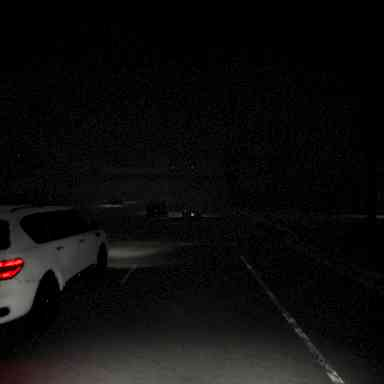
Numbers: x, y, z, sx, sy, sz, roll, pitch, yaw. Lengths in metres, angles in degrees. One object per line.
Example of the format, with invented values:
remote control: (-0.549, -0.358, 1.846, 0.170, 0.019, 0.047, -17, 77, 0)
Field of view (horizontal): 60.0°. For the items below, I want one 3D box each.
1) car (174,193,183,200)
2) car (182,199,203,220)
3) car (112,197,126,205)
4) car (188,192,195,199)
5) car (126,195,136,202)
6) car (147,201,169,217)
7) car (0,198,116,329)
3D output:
car: (-3.642, 1.186, 86.961, 2.097, 1.767, 4.553, 0, 1, 0)
car: (0.046, 1.677, 29.978, 1.812, 1.442, 4.674, 0, 0, 0)
car: (-14.125, 1.640, 61.573, 1.837, 1.490, 4.892, 0, 0, 0)
car: (-0.142, 1.355, 87.033, 1.812, 1.442, 4.674, 0, 1, 0)
car: (-14.125, 1.489, 76.708, 1.837, 1.490, 4.892, 0, 1, 0)
car: (-3.457, 1.648, 34.136, 1.882, 1.535, 5.008, 0, 0, 0)
car: (-3.435, 1.262, 7.141, 2.150, 2.045, 5.566, 0, 0, 1)
